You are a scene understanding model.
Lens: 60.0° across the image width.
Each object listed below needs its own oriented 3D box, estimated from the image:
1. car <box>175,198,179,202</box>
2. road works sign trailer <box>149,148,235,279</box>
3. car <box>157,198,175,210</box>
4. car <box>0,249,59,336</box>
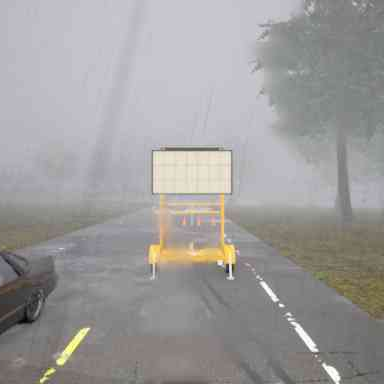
[{"bbox_3d":[-4.424,2.271,89.978,1.812,1.442,4.674,0,-1,-1],"label":"car"},{"bbox_3d":[0.002,0.478,10.019,2.380,3.560,2.880,0,0,0],"label":"road works sign trailer"},{"bbox_3d":[-3.822,1.691,46.228,1.882,1.535,5.008,0,0,-1],"label":"car"},{"bbox_3d":[-3.596,1.551,4.419,2.033,1.411,5.357,0,0,0],"label":"car"}]
